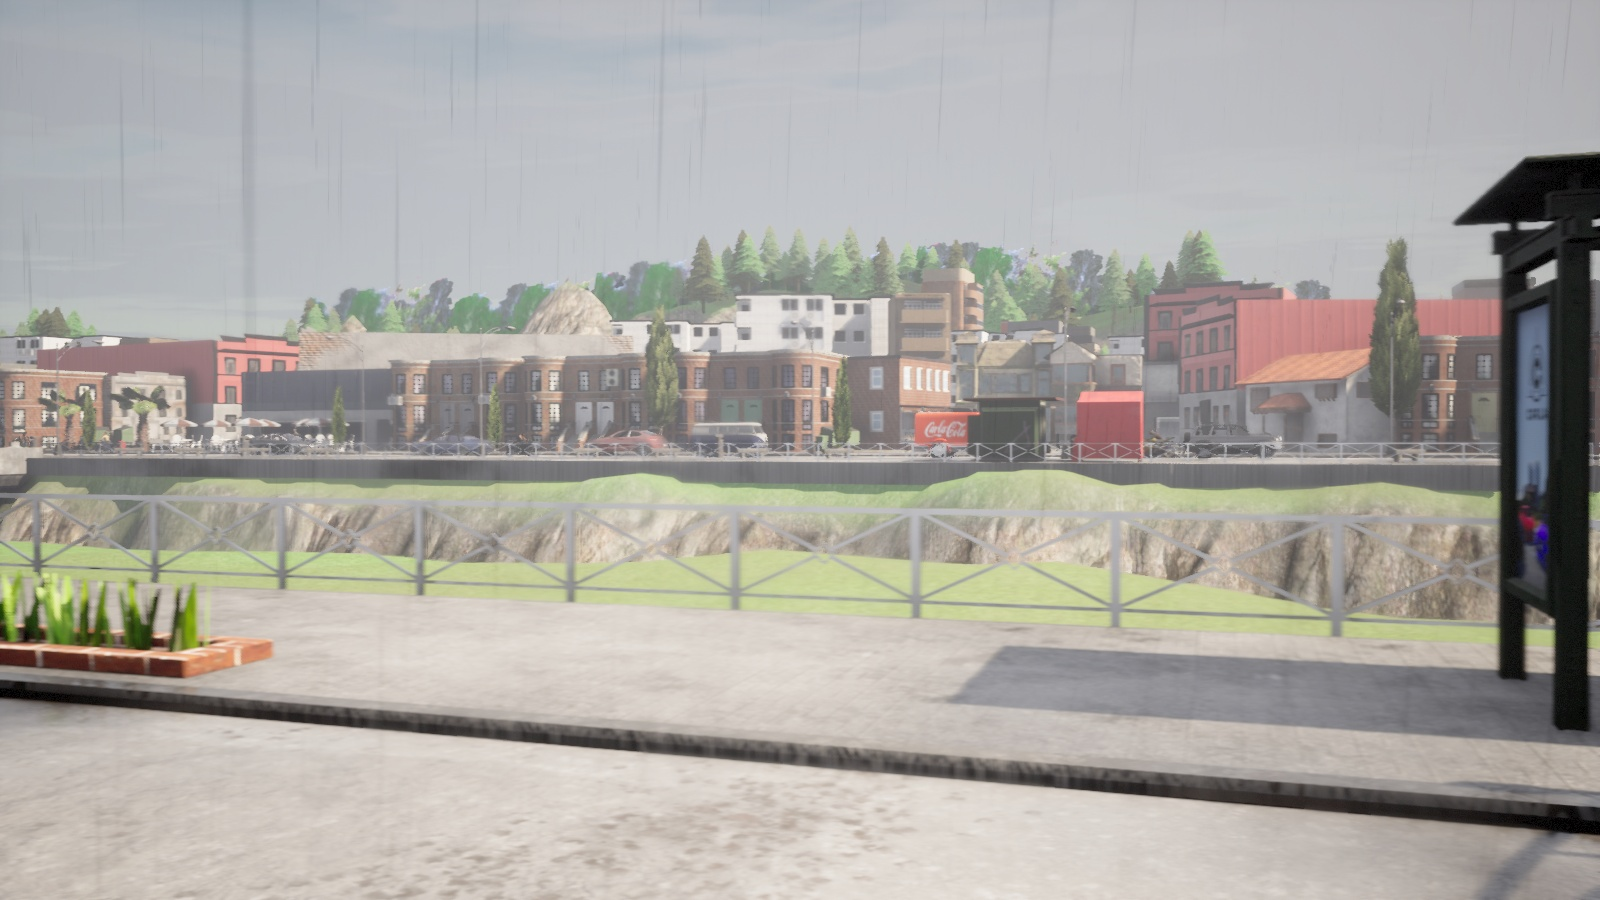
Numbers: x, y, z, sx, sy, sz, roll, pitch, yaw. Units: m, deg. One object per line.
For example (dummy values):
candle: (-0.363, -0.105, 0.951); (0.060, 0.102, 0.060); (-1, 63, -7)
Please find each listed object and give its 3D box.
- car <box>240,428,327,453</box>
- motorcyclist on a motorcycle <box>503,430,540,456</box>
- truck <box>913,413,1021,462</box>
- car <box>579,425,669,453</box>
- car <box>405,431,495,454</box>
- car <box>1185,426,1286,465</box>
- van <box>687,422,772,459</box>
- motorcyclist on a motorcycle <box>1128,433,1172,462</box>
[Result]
car: (-32.854, -0.620, 79.856); (4.902, 1.511, 2.128); (1, 1, 19)
motorcyclist on a motorcycle: (-16.484, -0.444, 74.354); (2.044, 1.523, 0.797); (1, 1, 19)
truck: (8.767, -0.682, 65.860); (5.204, 2.467, 2.627); (1, 1, 19)
car: (-10.713, -0.662, 76.629); (5.027, 1.651, 2.152); (1, 1, 19)
car: (-22.456, -0.501, 80.580); (5.357, 1.411, 2.033); (1, 1, 19)
car: (21.345, -0.263, 61.636); (4.605, 1.855, 1.932); (1, 1, 19)
van: (-3.933, -0.559, 70.132); (4.442, 1.987, 1.775); (1, 1, 19)
motorcyclist on a motorcycle: (18.611, -0.138, 66.777); (2.191, 1.530, 0.866); (1, 1, 19)
